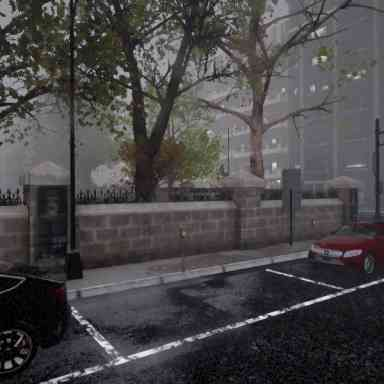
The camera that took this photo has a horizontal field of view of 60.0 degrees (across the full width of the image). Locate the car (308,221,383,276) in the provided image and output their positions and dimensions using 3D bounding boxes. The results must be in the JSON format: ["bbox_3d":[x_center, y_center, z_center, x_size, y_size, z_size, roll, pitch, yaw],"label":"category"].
[{"bbox_3d":[5.384,1.581,10.286,4.206,1.307,1.802,0,0,-35],"label":"car"}]

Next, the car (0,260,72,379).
[{"bbox_3d":[-3.696,1.566,3.955,4.313,1.339,1.947,0,0,-35],"label":"car"}]
